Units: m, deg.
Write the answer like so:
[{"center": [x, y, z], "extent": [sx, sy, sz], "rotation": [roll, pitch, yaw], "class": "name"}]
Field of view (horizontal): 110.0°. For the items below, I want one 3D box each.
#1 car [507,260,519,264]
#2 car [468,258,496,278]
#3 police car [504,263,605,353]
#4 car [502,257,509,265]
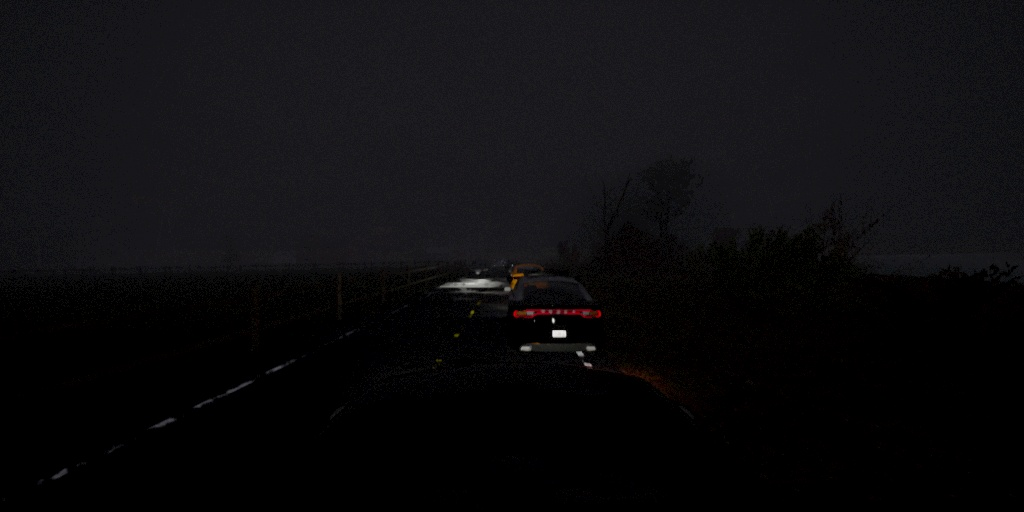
[{"center": [0.832, 1.157, 18.743], "extent": [1.882, 1.535, 5.008], "rotation": [0, 0, 0], "class": "car"}, {"center": [-2.836, 1.121, 32.187], "extent": [2.128, 1.511, 4.902], "rotation": [0, 0, 0], "class": "car"}, {"center": [0.828, 1.145, 8.852], "extent": [1.930, 1.638, 5.238], "rotation": [0, 0, 0], "class": "police car"}, {"center": [0.063, 1.148, 46.641], "extent": [1.994, 1.385, 4.181], "rotation": [0, 0, 0], "class": "car"}]
